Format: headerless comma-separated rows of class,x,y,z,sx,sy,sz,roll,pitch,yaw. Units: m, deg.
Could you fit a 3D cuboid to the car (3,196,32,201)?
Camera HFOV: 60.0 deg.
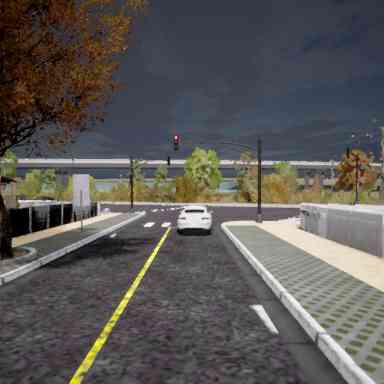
car,-29.517,1.855,55.693,5.008,1.535,1.882,-1,2,36

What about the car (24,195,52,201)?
car,-27.160,1.741,58.009,5.008,1.535,1.882,0,2,37

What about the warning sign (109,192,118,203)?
warning sign,-14.247,0.995,60.260,1.060,1.860,1.300,2,1,36

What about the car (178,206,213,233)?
car,0.246,1.520,19.357,1.812,1.442,4.674,0,0,4
